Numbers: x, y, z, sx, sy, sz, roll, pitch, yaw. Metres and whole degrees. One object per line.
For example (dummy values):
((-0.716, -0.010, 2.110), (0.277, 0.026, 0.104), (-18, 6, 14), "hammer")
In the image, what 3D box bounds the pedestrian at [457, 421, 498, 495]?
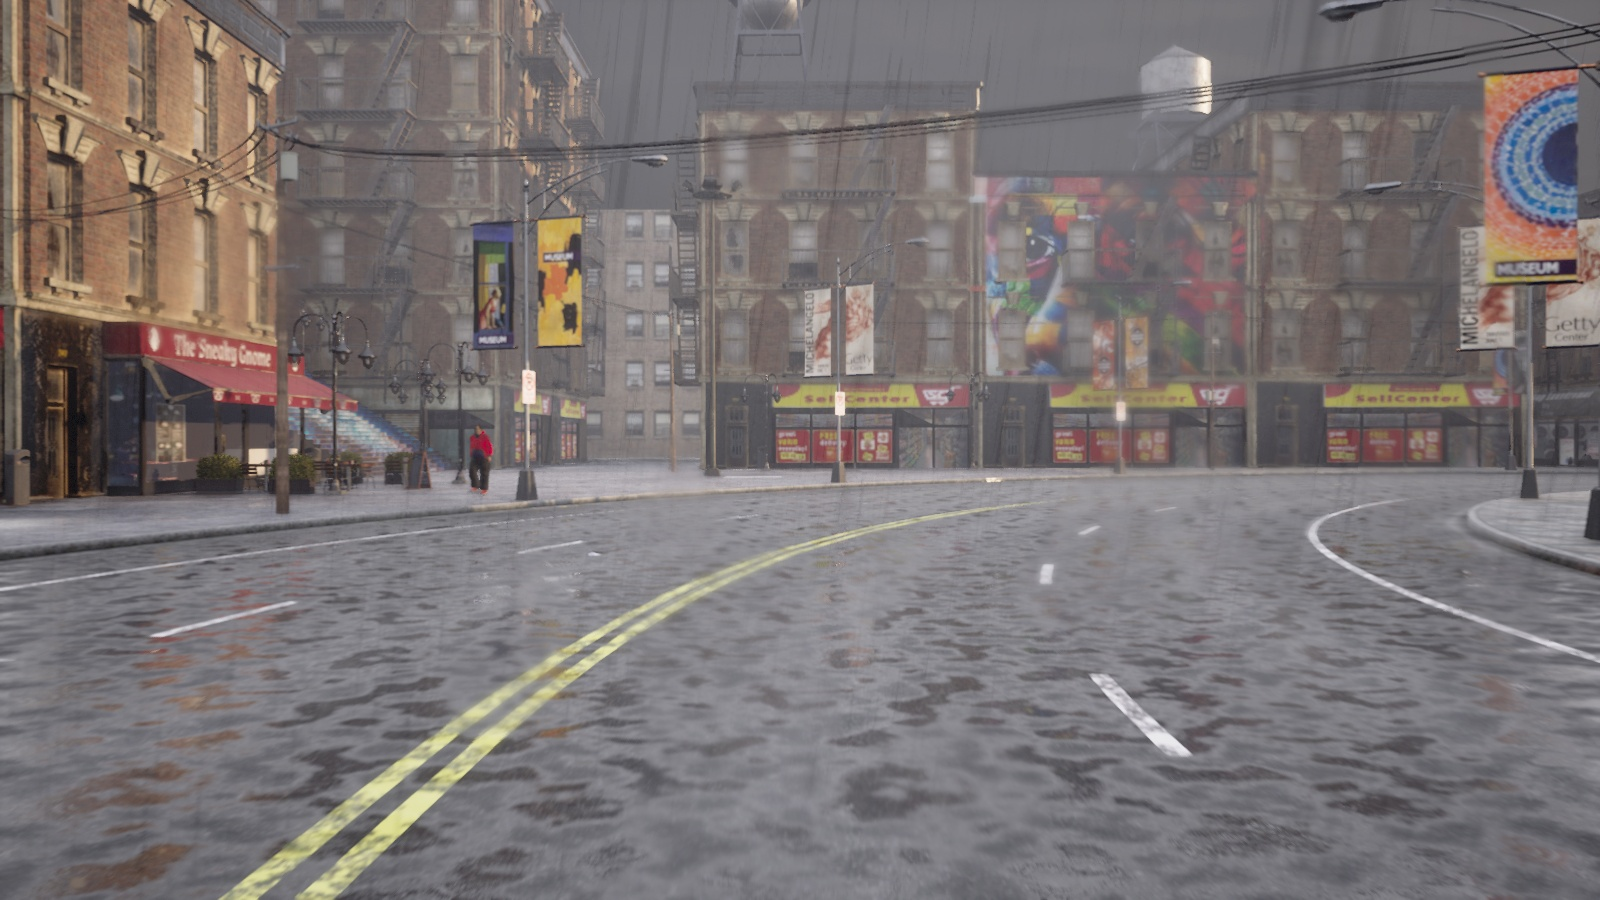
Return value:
((-8.181, 0.201, 31.880), (0.634, 1.844, 0.899), (0, 0, 17), "pedestrian")
